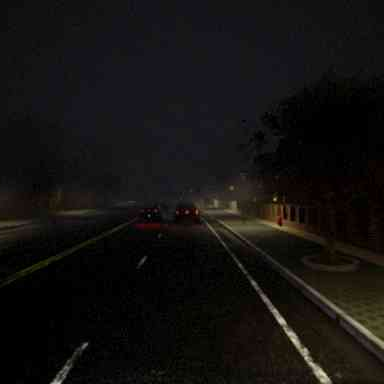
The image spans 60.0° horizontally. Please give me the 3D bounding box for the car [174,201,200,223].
[{"bbox_3d":[-0.398,1.687,28.772,2.097,1.767,4.553,0,0,-1],"label":"car"}]

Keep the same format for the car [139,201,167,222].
[{"bbox_3d":[-3.693,1.848,30.569,2.128,1.511,4.902,0,-1,-2],"label":"car"}]

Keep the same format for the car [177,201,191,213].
[{"bbox_3d":[-1.155,2.025,47.244,1.882,1.535,5.008,0,-1,-3],"label":"car"}]
